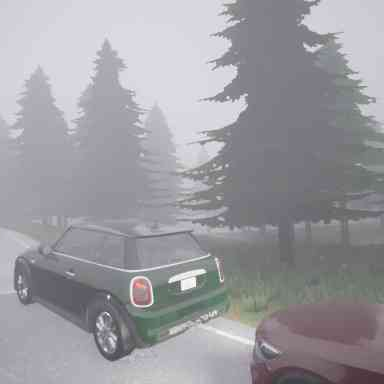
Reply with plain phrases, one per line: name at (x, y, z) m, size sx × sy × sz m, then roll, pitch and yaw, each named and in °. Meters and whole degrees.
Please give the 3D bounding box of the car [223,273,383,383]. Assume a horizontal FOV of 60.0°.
car at (2.748, 1.531, 2.596) m, size 4.674 × 1.442 × 1.812 m, roll 1°, pitch 0°, yaw 36°

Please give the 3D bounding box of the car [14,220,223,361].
car at (-1.578, 1.308, 6.221) m, size 4.553 × 1.767 × 2.097 m, roll 1°, pitch 1°, yaw 44°
